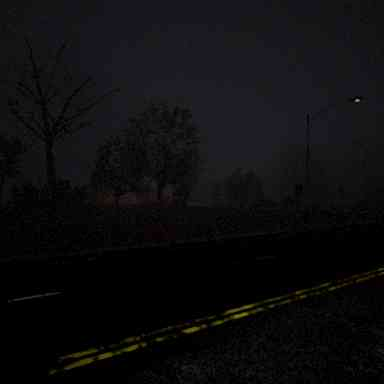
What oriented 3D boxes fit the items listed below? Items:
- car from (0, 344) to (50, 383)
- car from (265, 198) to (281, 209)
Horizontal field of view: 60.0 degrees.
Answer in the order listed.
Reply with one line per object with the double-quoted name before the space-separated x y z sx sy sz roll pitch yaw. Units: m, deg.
"car" -3.084 1.494 1.237 4.902 1.511 2.128 0 0 -36
"car" 10.461 1.608 46.734 1.882 1.535 5.008 2 -1 -36
